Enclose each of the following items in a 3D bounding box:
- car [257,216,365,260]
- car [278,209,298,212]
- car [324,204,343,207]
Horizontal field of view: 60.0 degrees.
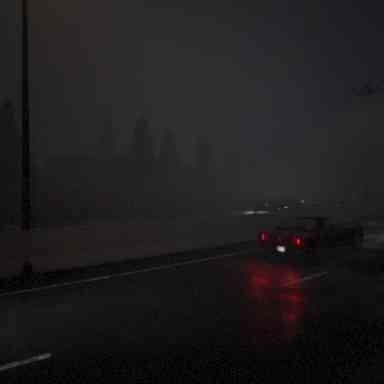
[{"bbox_3d":[4.562,1.549,12.280,4.718,1.301,1.895,0,0,-42],"label":"car"},{"bbox_3d":[9.767,1.377,33.983,1.837,1.490,4.892,0,0,36],"label":"car"},{"bbox_3d":[15.834,1.427,36.560,1.895,1.301,4.718,0,0,33],"label":"car"}]
